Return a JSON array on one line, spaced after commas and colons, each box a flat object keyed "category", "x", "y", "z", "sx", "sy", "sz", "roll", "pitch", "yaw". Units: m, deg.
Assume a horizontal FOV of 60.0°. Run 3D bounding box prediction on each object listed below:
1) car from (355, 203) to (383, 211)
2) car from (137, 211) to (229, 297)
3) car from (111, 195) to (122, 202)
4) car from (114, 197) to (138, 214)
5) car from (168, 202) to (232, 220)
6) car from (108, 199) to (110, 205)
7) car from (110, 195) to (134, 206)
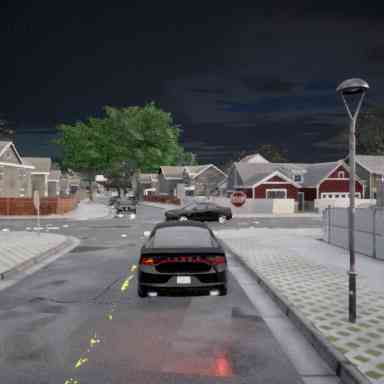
[{"category": "car", "x": 14.980, "y": 1.684, "z": 28.313, "sx": 4.674, "sy": 1.442, "sz": 1.812, "roll": 1, "pitch": 1, "yaw": -16}, {"category": "car", "x": -0.271, "y": 1.476, "z": 8.633, "sx": 1.882, "sy": 1.535, "sz": 5.008, "roll": 0, "pitch": 0, "yaw": -3}, {"category": "car", "x": -16.874, "y": 1.495, "z": 74.471, "sx": 1.882, "sy": 1.535, "sz": 5.008, "roll": 0, "pitch": 0, "yaw": -19}, {"category": "car", "x": -7.138, "y": 1.579, "z": 36.023, "sx": 1.994, "sy": 1.385, "sz": 4.181, "roll": 0, "pitch": 0, "yaw": -13}, {"category": "car", "x": 0.440, "y": 1.492, "z": 23.651, "sx": 5.008, "sy": 1.535, "sz": 1.882, "roll": 0, "pitch": 0, "yaw": -26}, {"category": "car", "x": -12.929, "y": 1.573, "z": 55.780, "sx": 2.033, "sy": 1.411, "sz": 5.357, "roll": 0, "pitch": 0, "yaw": -19}, {"category": "car", "x": -9.753, "y": 1.568, "z": 46.041, "sx": 2.033, "sy": 1.411, "sz": 5.357, "roll": 0, "pitch": 0, "yaw": -17}]
